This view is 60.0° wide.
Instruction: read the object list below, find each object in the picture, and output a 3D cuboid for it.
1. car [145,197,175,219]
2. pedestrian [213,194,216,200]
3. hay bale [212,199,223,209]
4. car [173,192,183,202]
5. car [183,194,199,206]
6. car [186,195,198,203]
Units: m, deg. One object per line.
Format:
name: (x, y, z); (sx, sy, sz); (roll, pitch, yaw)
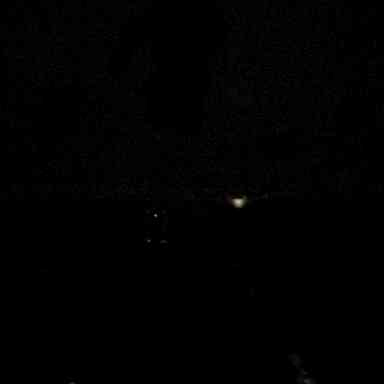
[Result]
car: (-2.844, 1.453, 28.777); (2.033, 1.411, 5.357); (0, 0, 0)
pedestrian: (2.835, 1.147, 42.268); (0.375, 1.860, 0.375); (-1, 1, 0)
hay bale: (3.143, 1.517, 41.177); (1.220, 1.180, 1.240); (1, 1, 0)
car: (-2.733, 0.957, 69.873); (2.150, 2.045, 5.566); (0, 0, 0)
car: (0.017, 1.307, 49.394); (1.882, 1.535, 5.008); (0, 0, 0)
car: (0.017, 1.325, 62.091); (2.033, 1.411, 5.357); (0, 0, 0)
